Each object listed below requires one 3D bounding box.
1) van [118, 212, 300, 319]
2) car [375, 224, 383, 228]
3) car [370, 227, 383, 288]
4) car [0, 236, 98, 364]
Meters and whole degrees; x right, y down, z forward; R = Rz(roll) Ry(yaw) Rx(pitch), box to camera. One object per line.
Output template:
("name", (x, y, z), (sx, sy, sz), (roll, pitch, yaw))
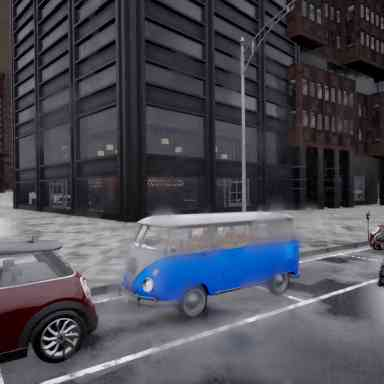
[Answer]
("van", (0.534, 1.339, 7.052), (3.998, 1.788, 1.690), (0, -1, -36))
("car", (8.629, 1.434, 12.839), (4.097, 1.590, 1.967), (0, -1, -36))
("car", (6.084, 1.560, 7.609), (4.181, 1.385, 1.994), (0, 0, -36))
("car", (-3.440, 1.440, 4.209), (4.097, 1.590, 1.967), (0, -1, -36))
